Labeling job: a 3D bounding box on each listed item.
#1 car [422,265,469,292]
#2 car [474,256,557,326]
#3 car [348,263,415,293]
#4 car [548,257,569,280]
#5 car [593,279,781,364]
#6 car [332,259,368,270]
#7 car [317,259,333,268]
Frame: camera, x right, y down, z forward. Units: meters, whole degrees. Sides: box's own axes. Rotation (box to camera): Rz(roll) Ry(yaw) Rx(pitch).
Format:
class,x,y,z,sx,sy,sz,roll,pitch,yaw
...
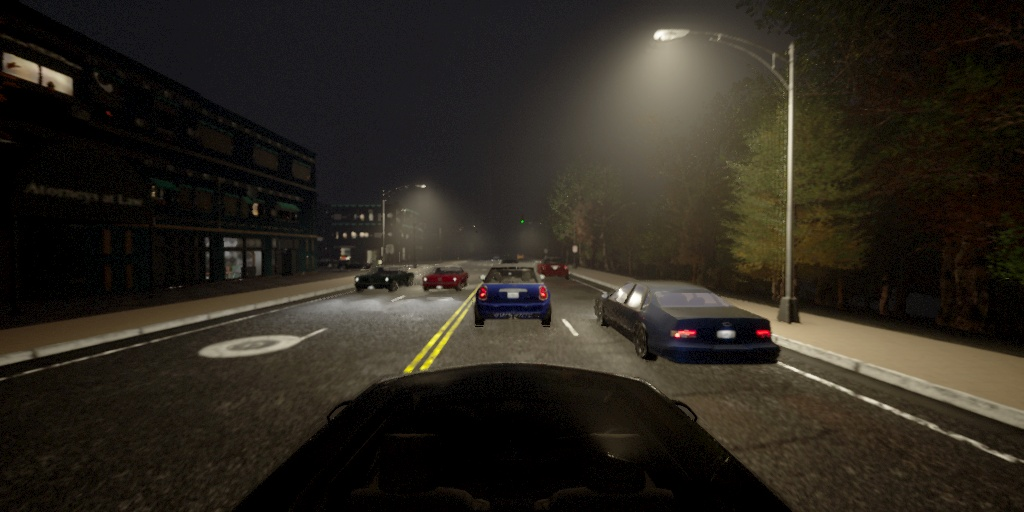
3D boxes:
class,x,y,z,sx,sy,sz,roll,pitch,yaw
car,-3.518,1.185,19.578,1.895,1.301,4.718,0,1,-1
car,0.010,1.011,11.432,2.097,1.767,4.553,0,1,-1
car,-6.766,1.189,19.421,1.895,1.301,4.718,0,1,-1
car,3.092,0.854,27.886,2.097,1.767,4.553,0,1,-1
car,3.297,1.235,8.065,2.033,1.411,5.357,0,1,0
car,-20.407,1.158,46.672,4.313,1.339,1.948,0,0,-1
car,-28.830,1.081,55.094,4.403,1.370,2.007,0,0,-1
